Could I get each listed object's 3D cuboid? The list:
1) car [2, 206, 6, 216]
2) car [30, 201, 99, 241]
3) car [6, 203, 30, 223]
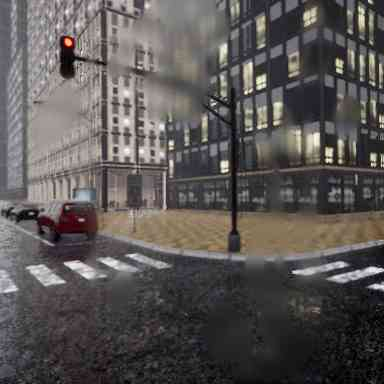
[{"bbox_3d":[-16.101,1.609,30.285,1.947,1.339,4.313,1,-1,-36],"label":"car"},{"bbox_3d":[-6.335,1.338,16.808,2.192,1.841,5.009,1,-1,-36],"label":"car"},{"bbox_3d":[-12.846,1.603,25.791,1.947,1.339,4.313,1,-1,-36],"label":"car"}]
